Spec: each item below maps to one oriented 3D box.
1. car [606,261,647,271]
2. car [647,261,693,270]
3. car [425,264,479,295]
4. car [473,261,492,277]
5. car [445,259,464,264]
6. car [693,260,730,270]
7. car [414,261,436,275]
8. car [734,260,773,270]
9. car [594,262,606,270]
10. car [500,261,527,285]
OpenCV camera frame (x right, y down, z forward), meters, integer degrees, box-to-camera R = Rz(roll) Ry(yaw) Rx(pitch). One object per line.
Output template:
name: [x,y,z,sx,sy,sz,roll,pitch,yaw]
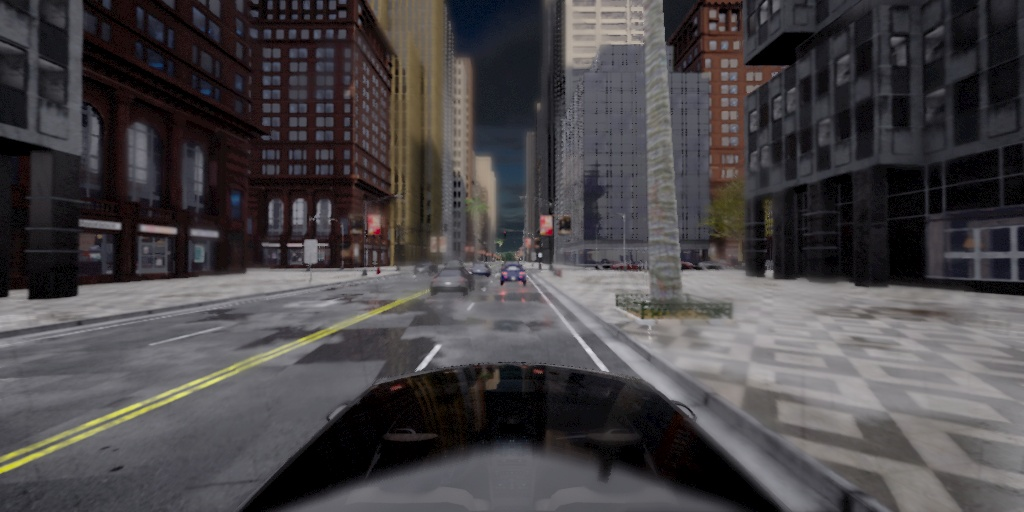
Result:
car: [15.302,1.399,48.002,4.207,1.307,1.802,0,0,-1]
car: [20.940,1.112,48.091,5.009,1.841,2.192,0,0,-1]
car: [-3.157,1.330,19.712,1.994,1.385,4.181,0,0,0]
car: [-3.162,1.401,36.366,1.994,1.385,4.181,0,-1,0]
car: [-6.523,1.215,40.637,2.097,1.767,4.553,0,0,0]
car: [26.577,1.347,48.180,4.313,1.339,1.948,0,0,-1]
car: [-9.771,1.358,40.790,2.128,1.511,4.902,0,0,0]
car: [32.214,1.331,48.270,4.313,1.339,1.948,0,0,-1]
car: [15.169,1.501,56.526,4.313,1.339,1.948,0,0,-1]
car: [0.096,1.313,25.984,1.812,1.442,4.674,0,0,0]
